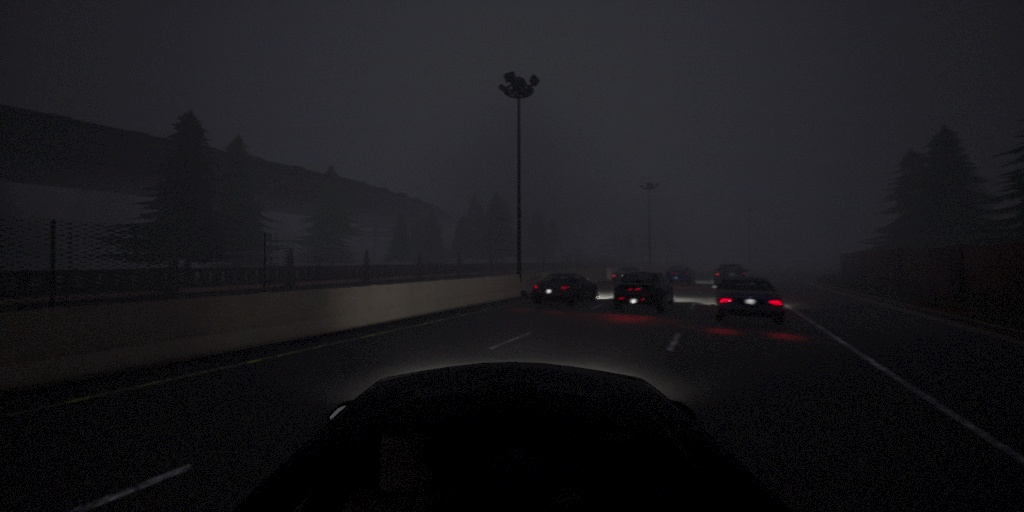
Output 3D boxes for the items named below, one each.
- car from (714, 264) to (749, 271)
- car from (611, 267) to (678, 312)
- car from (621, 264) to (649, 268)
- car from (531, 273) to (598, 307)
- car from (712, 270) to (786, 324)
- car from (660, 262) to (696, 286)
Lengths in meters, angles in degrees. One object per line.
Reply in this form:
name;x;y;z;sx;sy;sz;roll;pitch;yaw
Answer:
car;16.129;1.338;26.392;2.097;1.767;4.553;0;-1;32
car;5.649;1.392;15.207;1.837;1.490;4.892;0;0;30
car;9.557;1.575;29.110;2.033;1.411;5.357;0;-1;31
car;2.563;1.473;16.861;1.994;1.385;4.181;0;-1;30
car;8.182;1.400;12.605;2.033;1.411;5.357;0;-1;30
car;13.529;1.494;28.820;1.882;1.535;5.008;-1;0;32
